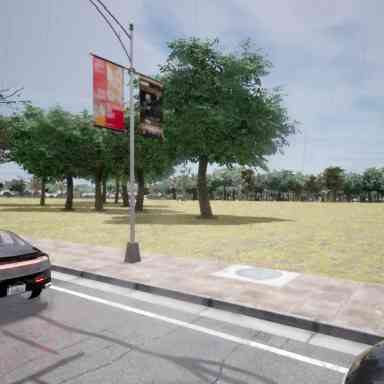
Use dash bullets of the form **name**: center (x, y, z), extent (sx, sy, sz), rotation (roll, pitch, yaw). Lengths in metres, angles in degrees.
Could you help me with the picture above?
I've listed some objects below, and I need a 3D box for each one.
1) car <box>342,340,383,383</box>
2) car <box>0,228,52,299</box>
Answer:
- **car**: center (3.234, 1.493, 1.368), extent (4.902, 1.511, 2.128), rotation (0, 0, 36)
- **car**: center (-5.040, 1.515, 7.253), extent (4.902, 1.511, 2.128), rotation (0, 0, 36)
